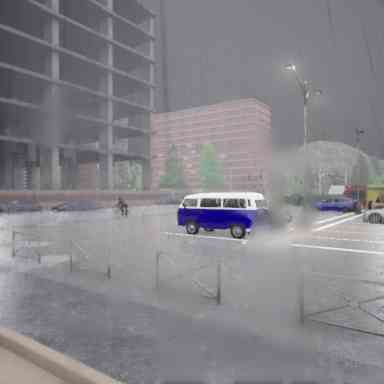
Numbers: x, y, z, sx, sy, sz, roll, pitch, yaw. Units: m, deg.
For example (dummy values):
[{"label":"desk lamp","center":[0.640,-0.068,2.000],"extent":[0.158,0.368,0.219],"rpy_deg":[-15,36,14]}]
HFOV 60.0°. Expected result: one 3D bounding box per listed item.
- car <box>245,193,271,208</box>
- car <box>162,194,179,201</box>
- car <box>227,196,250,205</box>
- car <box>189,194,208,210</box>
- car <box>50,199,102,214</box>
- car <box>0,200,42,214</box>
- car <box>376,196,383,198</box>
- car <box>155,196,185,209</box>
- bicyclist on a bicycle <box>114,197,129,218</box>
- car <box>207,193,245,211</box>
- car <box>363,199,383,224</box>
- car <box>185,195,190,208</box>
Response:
[{"label":"car","center":[11.034,1.435,56.157],"extent":[2.128,1.511,4.902],"rpy_deg":[0,0,35]},{"label":"car","center":[-5.108,1.283,77.827],"extent":[1.851,1.617,3.988],"rpy_deg":[0,0,36]},{"label":"car","center":[8.174,1.421,58.174],"extent":[1.882,1.535,5.008],"rpy_deg":[0,0,35]},{"label":"car","center":[2.250,1.435,49.692],"extent":[2.128,1.511,4.902],"rpy_deg":[0,0,36]},{"label":"car","center":[-12.220,1.491,35.506],"extent":[2.033,1.411,5.357],"rpy_deg":[0,0,35]},{"label":"car","center":[-17.582,1.507,33.975],"extent":[1.994,1.385,4.181],"rpy_deg":[0,0,35]},{"label":"car","center":[16.452,1.153,26.046],"extent":[4.605,1.855,1.932],"rpy_deg":[0,0,36]},{"label":"car","center":[-3.855,1.436,53.359],"extent":[2.128,1.511,4.902],"rpy_deg":[0,0,36]},{"label":"bicyclist on a bicycle","center":[-5.504,1.247,25.969],"extent":[1.656,1.620,0.582],"rpy_deg":[0,0,35]},{"label":"car","center":[4.929,1.165,47.431],"extent":[2.150,2.045,5.566],"rpy_deg":[0,0,36]},{"label":"car","center":[13.246,1.395,21.481],"extent":[3.806,1.475,1.970],"rpy_deg":[0,0,36]},{"label":"car","center":[1.262,1.451,54.486],"extent":[1.837,1.490,4.892],"rpy_deg":[0,-1,36]}]
